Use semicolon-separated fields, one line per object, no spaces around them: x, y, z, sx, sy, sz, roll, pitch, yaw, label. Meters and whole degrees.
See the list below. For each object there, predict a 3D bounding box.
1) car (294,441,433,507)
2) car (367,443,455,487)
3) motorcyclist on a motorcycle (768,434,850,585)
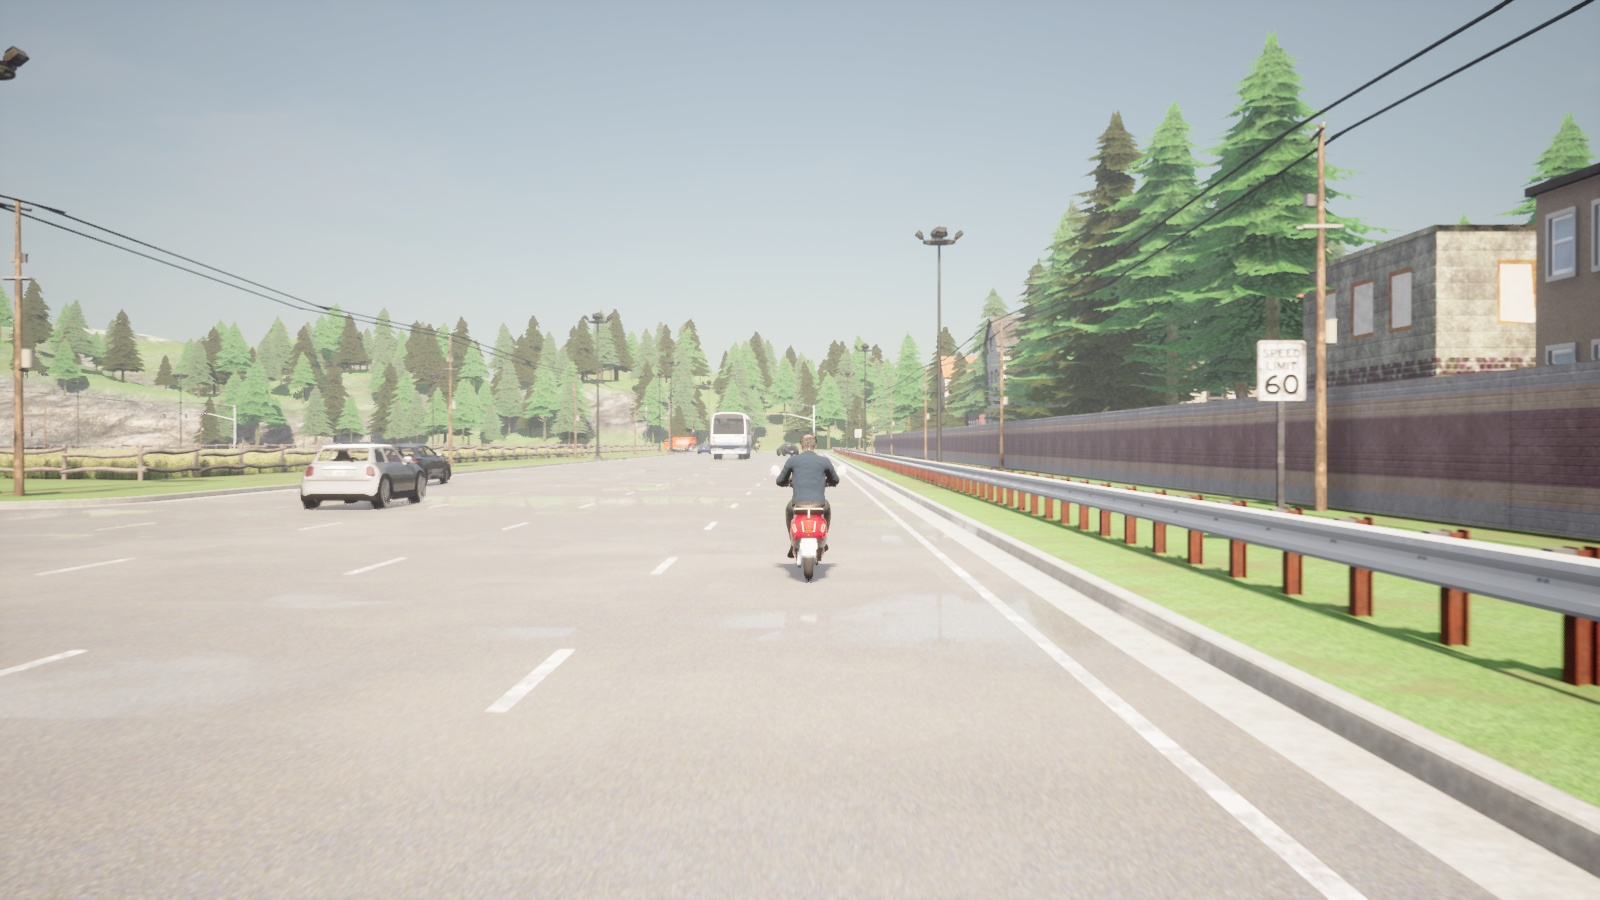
-10.314;0.534;29.993;1.970;1.475;3.806;0;0;0;car
-13.730;0.498;44.598;1.816;1.474;4.193;0;0;0;car
0.096;0.620;14.150;0.866;1.590;1.817;0;0;0;motorcyclist on a motorcycle
